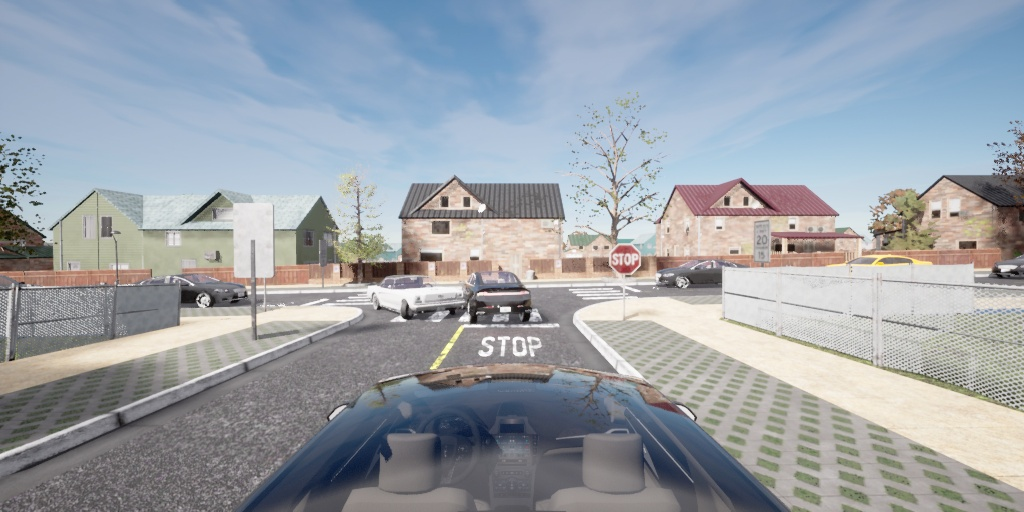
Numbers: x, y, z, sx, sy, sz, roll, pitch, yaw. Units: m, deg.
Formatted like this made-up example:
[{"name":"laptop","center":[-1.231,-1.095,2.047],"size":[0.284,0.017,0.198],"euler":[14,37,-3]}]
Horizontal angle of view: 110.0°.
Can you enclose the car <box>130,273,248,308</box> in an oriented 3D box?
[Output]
[{"name":"car","center":[-14.897,1.566,16.462],"size":[4.902,1.511,2.128],"euler":[-1,1,0]}]

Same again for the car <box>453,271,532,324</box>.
[{"name":"car","center":[-0.681,1.242,12.101],"size":[2.128,1.511,4.902],"euler":[0,0,-12]}]

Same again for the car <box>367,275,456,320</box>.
[{"name":"car","center":[-3.598,1.367,12.962],"size":[1.895,1.301,4.718],"euler":[0,0,-38]}]

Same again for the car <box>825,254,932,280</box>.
[{"name":"car","center":[19.768,0.690,19.538],"size":[5.008,1.535,1.882],"euler":[-1,1,-1]}]

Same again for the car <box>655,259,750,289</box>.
[{"name":"car","center":[10.337,0.925,19.505],"size":[4.902,1.511,2.128],"euler":[-1,1,0]}]

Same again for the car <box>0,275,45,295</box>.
[{"name":"car","center":[-24.234,1.648,16.425],"size":[4.553,1.767,2.097],"euler":[-1,1,0]}]

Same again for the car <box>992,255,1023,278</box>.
[{"name":"car","center":[29.392,0.477,19.571],"size":[4.902,1.511,2.128],"euler":[-1,1,0]}]
